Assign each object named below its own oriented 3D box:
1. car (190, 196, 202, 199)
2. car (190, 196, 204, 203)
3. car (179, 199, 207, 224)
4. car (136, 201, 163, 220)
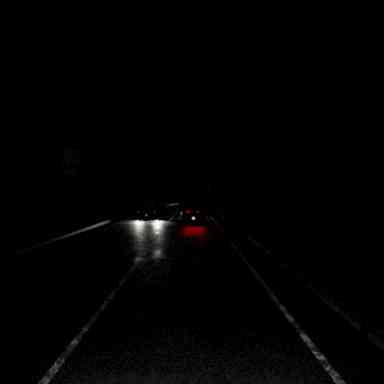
[{"bbox_3d":[0.461,1.376,42.153,2.097,1.767,4.553,0,0,3],"label":"car"},{"bbox_3d":[1.046,1.617,70.088,1.994,1.385,4.181,-1,0,14],"label":"car"},{"bbox_3d":[0.101,1.528,25.262,1.837,1.490,4.892,0,0,0],"label":"car"},{"bbox_3d":[-3.573,1.551,28.501,1.812,1.442,4.674,0,0,0],"label":"car"}]
